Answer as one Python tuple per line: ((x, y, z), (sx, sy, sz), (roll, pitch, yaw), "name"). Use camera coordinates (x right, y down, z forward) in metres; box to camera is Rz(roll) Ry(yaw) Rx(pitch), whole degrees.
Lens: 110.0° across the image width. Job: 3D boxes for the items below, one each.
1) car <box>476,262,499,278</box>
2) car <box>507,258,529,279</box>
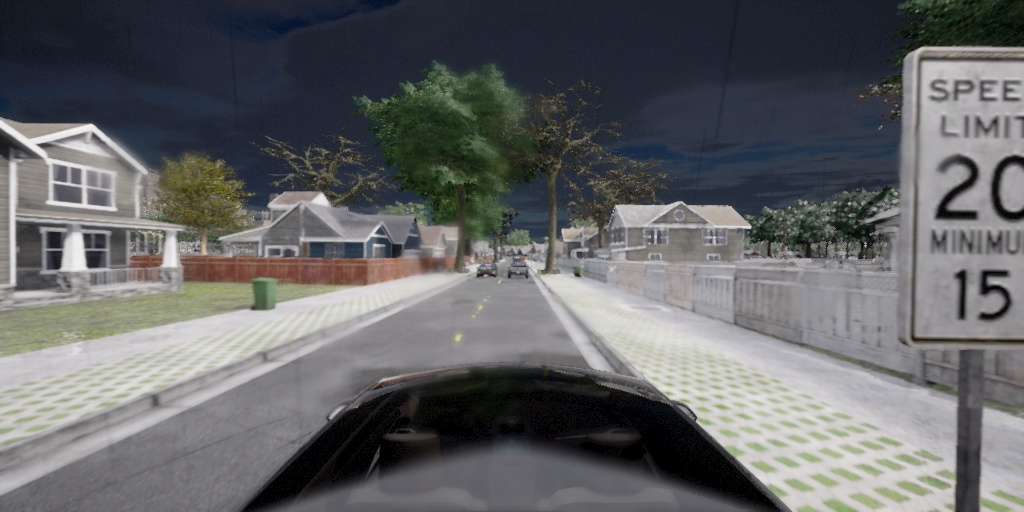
((-2.219, 1.312, 33.604), (2.033, 1.411, 5.357), (1, 0, 1), "car")
((0.581, 1.234, 33.151), (2.128, 1.511, 4.902), (1, 0, 1), "car")
